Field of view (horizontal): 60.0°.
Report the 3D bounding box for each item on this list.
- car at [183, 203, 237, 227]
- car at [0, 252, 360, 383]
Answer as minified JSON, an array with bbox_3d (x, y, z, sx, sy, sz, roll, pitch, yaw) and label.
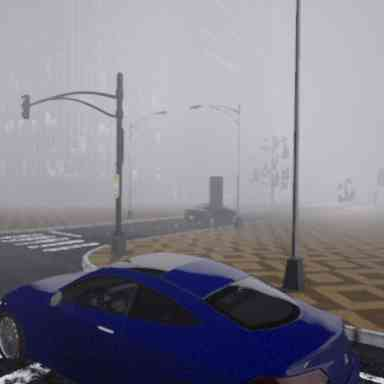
[{"bbox_3d":[1.474,1.501,23.289,1.882,1.535,5.008,1,0,38],"label":"car"},{"bbox_3d":[-0.558,1.507,4.086,4.674,1.442,1.812,0,0,36],"label":"car"}]
